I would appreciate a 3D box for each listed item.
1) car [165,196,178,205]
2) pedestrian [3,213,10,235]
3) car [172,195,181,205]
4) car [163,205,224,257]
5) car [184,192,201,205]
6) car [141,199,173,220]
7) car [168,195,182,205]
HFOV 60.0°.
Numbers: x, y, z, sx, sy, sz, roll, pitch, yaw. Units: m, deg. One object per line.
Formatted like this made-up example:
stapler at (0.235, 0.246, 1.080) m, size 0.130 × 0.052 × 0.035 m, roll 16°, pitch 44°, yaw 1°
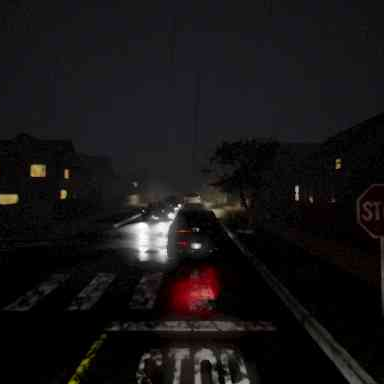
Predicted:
car at (-2.859, 1.454, 35.869) m, size 1.895 × 1.301 × 4.718 m, roll 0°, pitch 0°, yaw 0°
pedestrian at (-9.918, 1.341, 17.777) m, size 0.375 × 1.860 × 0.375 m, roll 0°, pitch -1°, yaw 5°
car at (-2.860, 1.310, 45.983) m, size 1.882 × 1.535 × 5.008 m, roll 0°, pitch 0°, yaw 0°
car at (0.124, 1.403, 12.368) m, size 1.837 × 1.490 × 4.892 m, roll 1°, pitch -1°, yaw 0°
car at (0.080, 1.054, 45.784) m, size 2.150 × 2.045 × 5.566 m, roll 0°, pitch 0°, yaw 0°
car at (-2.859, 1.483, 26.701) m, size 1.895 × 1.301 × 4.718 m, roll 0°, pitch 0°, yaw 0°
car at (-2.814, 1.314, 56.969) m, size 2.128 × 1.511 × 4.902 m, roll 0°, pitch 0°, yaw 1°
